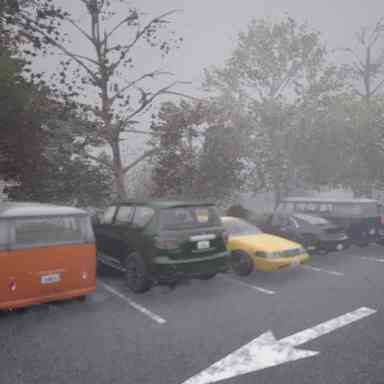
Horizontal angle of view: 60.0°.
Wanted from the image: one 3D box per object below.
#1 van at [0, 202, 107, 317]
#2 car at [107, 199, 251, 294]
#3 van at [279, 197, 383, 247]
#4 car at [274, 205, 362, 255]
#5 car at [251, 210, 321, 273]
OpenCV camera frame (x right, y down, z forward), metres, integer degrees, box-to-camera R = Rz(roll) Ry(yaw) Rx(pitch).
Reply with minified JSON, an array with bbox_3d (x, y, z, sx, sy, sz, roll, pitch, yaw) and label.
[{"bbox_3d":[-3.717,1.242,7.553,1.878,1.987,4.442,0,0,-36],"label":"van"},{"bbox_3d":[-1.311,1.201,9.160,2.435,2.045,5.566,0,0,-35],"label":"car"},{"bbox_3d":[5.400,1.221,14.057,1.878,1.987,4.442,0,0,-36],"label":"van"},{"bbox_3d":[3.216,1.447,12.348,2.231,1.521,4.892,0,0,-35],"label":"car"},{"bbox_3d":[1.067,1.444,10.595,1.946,1.575,5.366,0,0,-36],"label":"car"}]
